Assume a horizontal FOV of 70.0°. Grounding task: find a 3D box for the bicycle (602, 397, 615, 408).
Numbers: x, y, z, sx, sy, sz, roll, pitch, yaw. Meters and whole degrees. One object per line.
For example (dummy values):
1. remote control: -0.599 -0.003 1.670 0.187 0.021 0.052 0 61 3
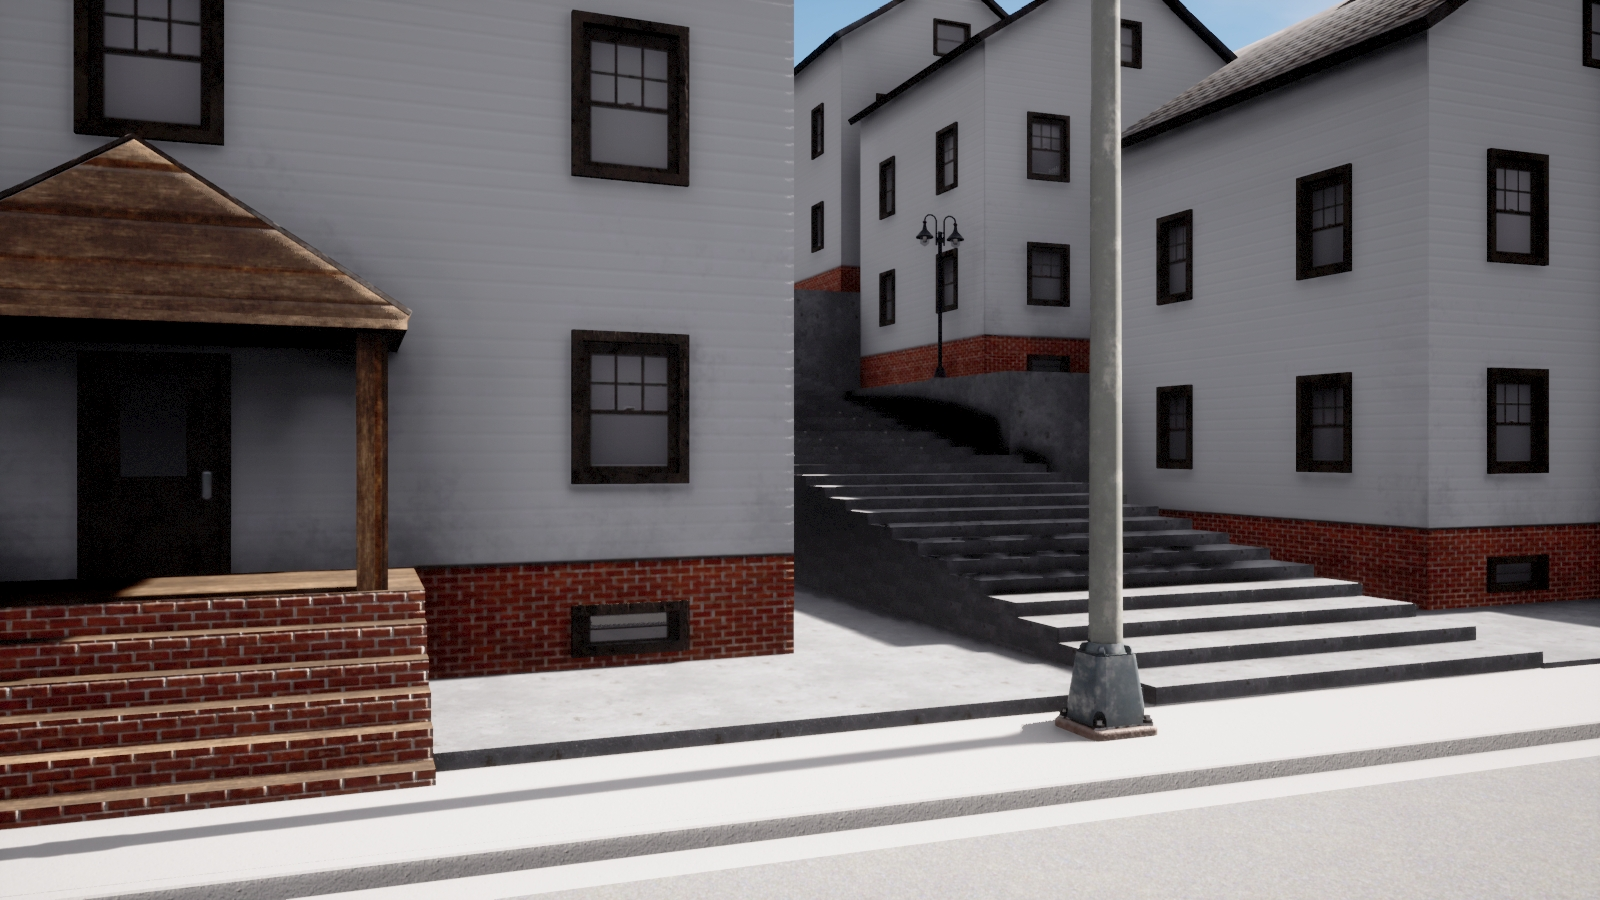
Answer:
1. bicycle: -23.762 -5.855 141.687 1.487 1.301 0.859 0 0 -17
